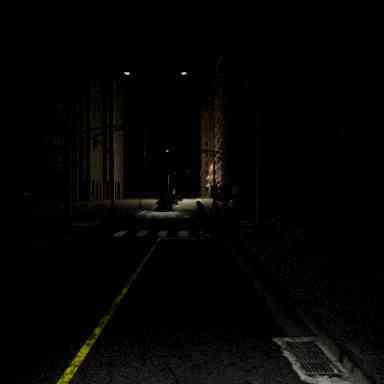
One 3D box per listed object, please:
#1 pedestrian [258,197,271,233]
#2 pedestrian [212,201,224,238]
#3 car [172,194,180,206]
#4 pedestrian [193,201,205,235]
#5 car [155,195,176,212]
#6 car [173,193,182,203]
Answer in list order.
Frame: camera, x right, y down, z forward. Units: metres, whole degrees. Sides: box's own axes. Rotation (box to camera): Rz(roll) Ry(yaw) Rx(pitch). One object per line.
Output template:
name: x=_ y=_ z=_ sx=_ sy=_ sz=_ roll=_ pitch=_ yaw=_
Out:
pedestrian: x=3.569 y=1.139 z=16.616 sx=0.375 sy=1.860 sz=0.375 roll=0 pitch=0 yaw=0
pedestrian: x=1.190 y=1.294 z=16.005 sx=0.375 sy=1.860 sz=0.375 roll=0 pitch=0 yaw=0
car: x=-3.345 y=1.528 z=55.748 sx=1.812 sy=1.442 sz=4.674 roll=0 pitch=0 yaw=0
pedestrian: x=0.368 y=1.294 z=17.201 sx=0.375 sy=1.860 sz=0.375 roll=0 pitch=0 yaw=0
car: x=-3.282 y=1.479 z=39.710 sx=1.882 sy=1.535 sz=5.008 roll=0 pitch=0 yaw=0
car: x=-3.332 y=1.214 z=70.847 sx=2.150 sy=2.045 sz=5.566 roll=0 pitch=0 yaw=0
